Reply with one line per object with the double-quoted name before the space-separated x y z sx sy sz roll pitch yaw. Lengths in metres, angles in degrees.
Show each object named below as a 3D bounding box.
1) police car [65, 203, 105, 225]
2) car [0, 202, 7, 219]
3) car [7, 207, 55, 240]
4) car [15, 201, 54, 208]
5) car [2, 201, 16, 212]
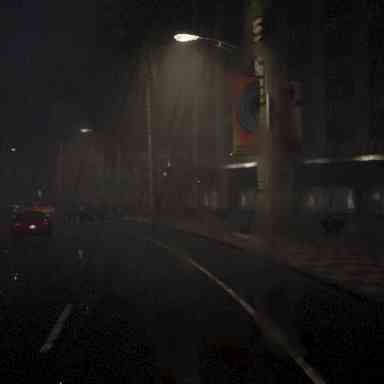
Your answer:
"police car" -8.790 1.688 26.989 1.930 1.638 5.238 0 0 -37
"car" -20.020 1.920 32.142 4.674 1.442 1.812 -1 -1 41
"car" -9.040 1.771 18.671 1.994 1.385 4.181 0 0 -28
"car" -16.433 1.863 35.227 5.008 1.535 1.882 -1 -1 41
"car" -21.720 1.810 39.268 4.553 1.767 2.097 -1 0 35
